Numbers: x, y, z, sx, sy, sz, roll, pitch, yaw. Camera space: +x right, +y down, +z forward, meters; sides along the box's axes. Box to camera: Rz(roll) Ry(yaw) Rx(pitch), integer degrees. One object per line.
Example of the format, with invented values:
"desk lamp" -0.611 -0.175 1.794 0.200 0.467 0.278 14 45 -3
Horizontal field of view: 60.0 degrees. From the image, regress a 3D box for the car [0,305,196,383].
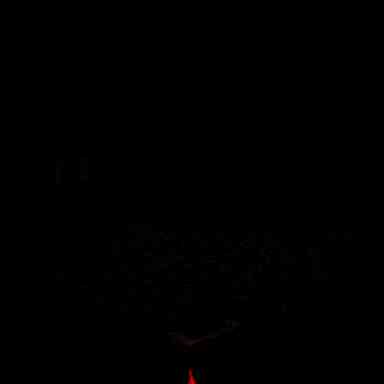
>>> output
"car" -1.943 1.560 1.992 4.181 1.385 1.994 0 0 -36
